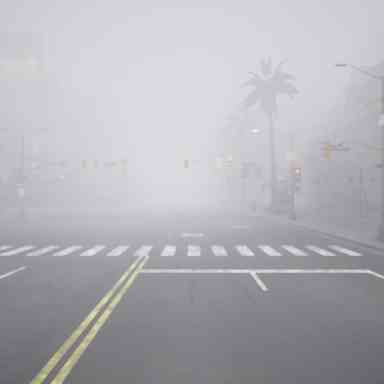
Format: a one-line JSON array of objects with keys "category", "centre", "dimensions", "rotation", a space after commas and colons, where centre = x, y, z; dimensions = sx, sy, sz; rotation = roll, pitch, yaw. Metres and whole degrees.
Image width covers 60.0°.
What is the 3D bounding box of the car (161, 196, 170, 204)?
[{"category": "car", "centre": [-7.118, 2.183, 89.970], "dimensions": [2.150, 2.045, 5.566], "rotation": [0, -1, -4]}]
